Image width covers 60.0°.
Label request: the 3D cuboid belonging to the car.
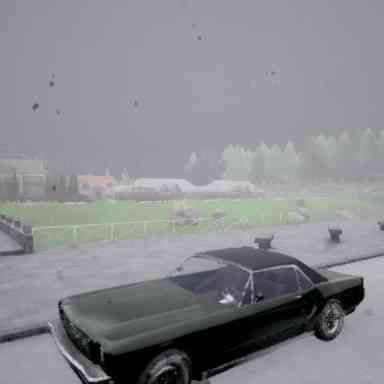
[{"bbox_3d":[0.492,1.601,4.949,4.718,1.301,1.895,0,0,-35],"label":"car"}]
